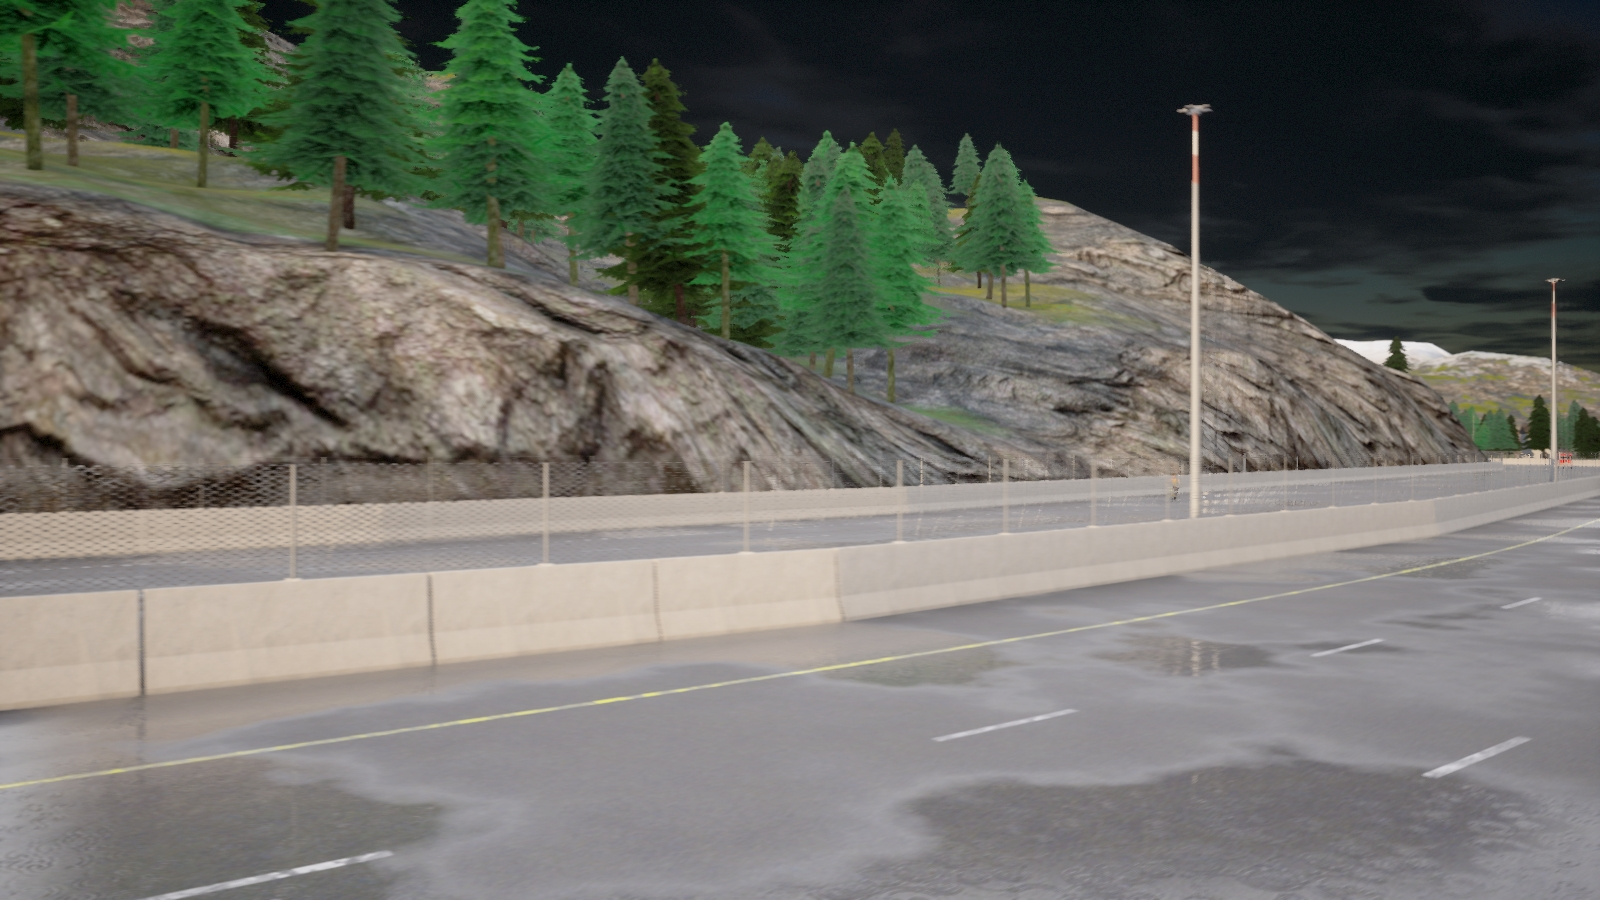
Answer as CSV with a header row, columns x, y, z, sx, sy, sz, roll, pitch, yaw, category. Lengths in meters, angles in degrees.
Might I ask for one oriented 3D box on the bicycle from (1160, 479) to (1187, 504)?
x,y,z,sx,sy,sz,roll,pitch,yaw,category
20.113,2.209,61.504,0.859,1.295,1.487,0,0,41,bicycle
